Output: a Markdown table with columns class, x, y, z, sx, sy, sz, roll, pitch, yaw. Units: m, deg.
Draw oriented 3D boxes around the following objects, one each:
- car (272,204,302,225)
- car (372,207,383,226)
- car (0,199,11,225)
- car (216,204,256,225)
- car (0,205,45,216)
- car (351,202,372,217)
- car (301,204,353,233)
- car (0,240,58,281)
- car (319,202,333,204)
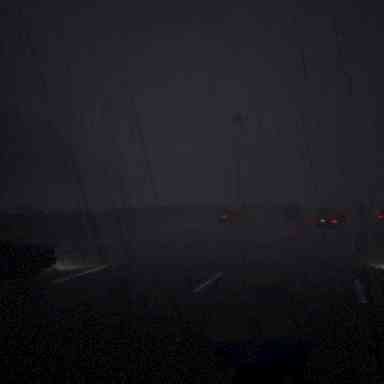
| class | x | y | z | sx | sy | sz | roll | pitch | yaw |
| --- | --- | --- | --- | --- | --- | --- | --- | --- | --- |
| car | 7.924 | 1.712 | 26.699 | 2.128 | 1.511 | 4.902 | 0 | 0 | 31 |
| car | 15.245 | 1.828 | 25.409 | 2.033 | 1.411 | 5.357 | 0 | 0 | 32 |
| car | -14.667 | 1.334 | 21.820 | 2.097 | 1.767 | 4.553 | 0 | 0 | 25 |
| car | 3.577 | 1.654 | 26.254 | 1.882 | 1.535 | 5.008 | 0 | 0 | 29 |
| car | -11.122 | 1.612 | 21.219 | 1.895 | 1.301 | 4.718 | 0 | 0 | 26 |
| car | 18.060 | 1.841 | 35.658 | 1.882 | 1.535 | 5.008 | 0 | 0 | 36 |
| car | 8.856 | 1.747 | 21.477 | 2.033 | 1.411 | 5.357 | 0 | 0 | 30 |
| car | -5.530 | 1.535 | 7.272 | 2.033 | 1.411 | 5.357 | 0 | 0 | 21 |
| car | 15.318 | 1.876 | 37.815 | 1.812 | 1.442 | 4.674 | 0 | 0 | 36 |
